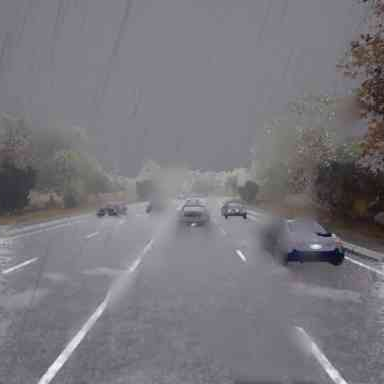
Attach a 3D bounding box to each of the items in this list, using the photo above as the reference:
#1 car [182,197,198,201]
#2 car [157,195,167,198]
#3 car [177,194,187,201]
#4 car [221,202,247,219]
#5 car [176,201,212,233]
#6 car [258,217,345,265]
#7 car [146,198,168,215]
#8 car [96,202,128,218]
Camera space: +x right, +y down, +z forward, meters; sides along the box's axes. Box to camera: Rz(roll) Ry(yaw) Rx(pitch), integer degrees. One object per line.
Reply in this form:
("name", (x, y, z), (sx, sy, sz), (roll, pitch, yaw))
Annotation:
("car", (0.111, 1.566, 37.844), (1.994, 1.385, 4.181), (0, 0, 0))
("car", (-6.323, 1.429, 70.252), (1.882, 1.535, 5.008), (0, 0, 4))
("car", (-2.302, 1.285, 76.668), (1.882, 1.535, 5.008), (0, 0, 5))
("car", (3.609, 1.549, 29.103), (2.033, 1.411, 5.357), (0, 0, 0))
("car", (0.107, 1.506, 19.867), (1.837, 1.490, 4.892), (0, 0, 0))
("car", (3.604, 1.564, 11.703), (1.994, 1.385, 4.181), (0, 0, 0))
("car", (-3.586, 1.603, 34.384), (1.895, 1.301, 4.718), (0, 0, 0))
("car", (-7.089, 1.603, 29.788), (1.895, 1.301, 4.718), (0, 0, 0))
